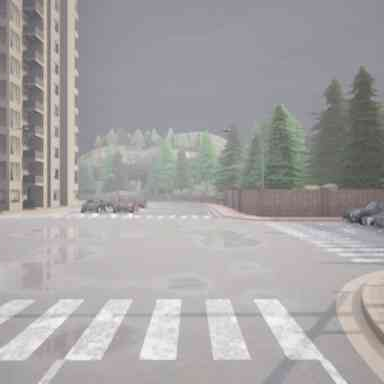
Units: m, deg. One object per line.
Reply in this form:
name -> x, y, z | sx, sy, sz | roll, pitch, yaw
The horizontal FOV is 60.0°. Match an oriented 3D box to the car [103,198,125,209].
car -> -10.687, 1.513, 45.880 | 2.033, 1.411, 5.357 | 0, 0, -3

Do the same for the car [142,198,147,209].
car -> -7.200, 1.514, 45.235 | 2.033, 1.411, 5.357 | 0, 0, -2

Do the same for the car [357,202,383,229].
car -> 12.933, 1.532, 19.712 | 4.902, 1.511, 2.128 | 0, 0, 0

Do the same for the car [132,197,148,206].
car -> -8.646, 1.560, 55.078 | 1.895, 1.301, 4.718 | 0, 0, -17

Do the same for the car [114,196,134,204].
car -> -13.257, 1.457, 64.351 | 1.837, 1.490, 4.892 | 0, 0, -37

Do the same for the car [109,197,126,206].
car -> -12.636, 1.506, 56.106 | 2.033, 1.411, 5.357 | 0, 0, -21

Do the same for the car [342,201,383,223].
car -> 12.978, 1.390, 23.210 | 4.553, 1.767, 2.097 | 0, 0, 0

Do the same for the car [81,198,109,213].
car -> -10.559, 1.478, 36.141 | 1.837, 1.490, 4.892 | 0, 0, 0

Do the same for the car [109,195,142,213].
car -> -7.063, 1.325, 35.761 | 2.097, 1.767, 4.553 | 0, 0, 0
